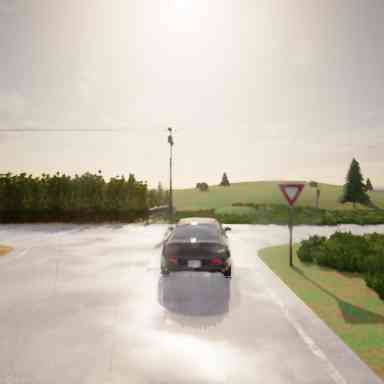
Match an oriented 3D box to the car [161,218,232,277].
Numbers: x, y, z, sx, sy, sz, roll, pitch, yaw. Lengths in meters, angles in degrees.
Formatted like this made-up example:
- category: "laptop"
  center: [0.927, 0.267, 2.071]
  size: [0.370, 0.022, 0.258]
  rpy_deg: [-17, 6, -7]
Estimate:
- category: "car"
  center: [0.208, 1.493, 10.013]
  size: [1.812, 1.442, 4.674]
  rpy_deg: [0, 0, 4]
